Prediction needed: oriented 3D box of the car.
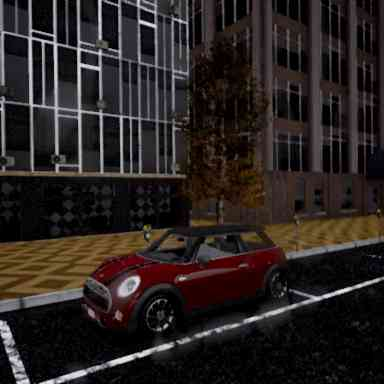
[{"bbox_3d":[-0.003,1.425,6.536,4.097,1.590,1.967,0,0,-35],"label":"car"}]
